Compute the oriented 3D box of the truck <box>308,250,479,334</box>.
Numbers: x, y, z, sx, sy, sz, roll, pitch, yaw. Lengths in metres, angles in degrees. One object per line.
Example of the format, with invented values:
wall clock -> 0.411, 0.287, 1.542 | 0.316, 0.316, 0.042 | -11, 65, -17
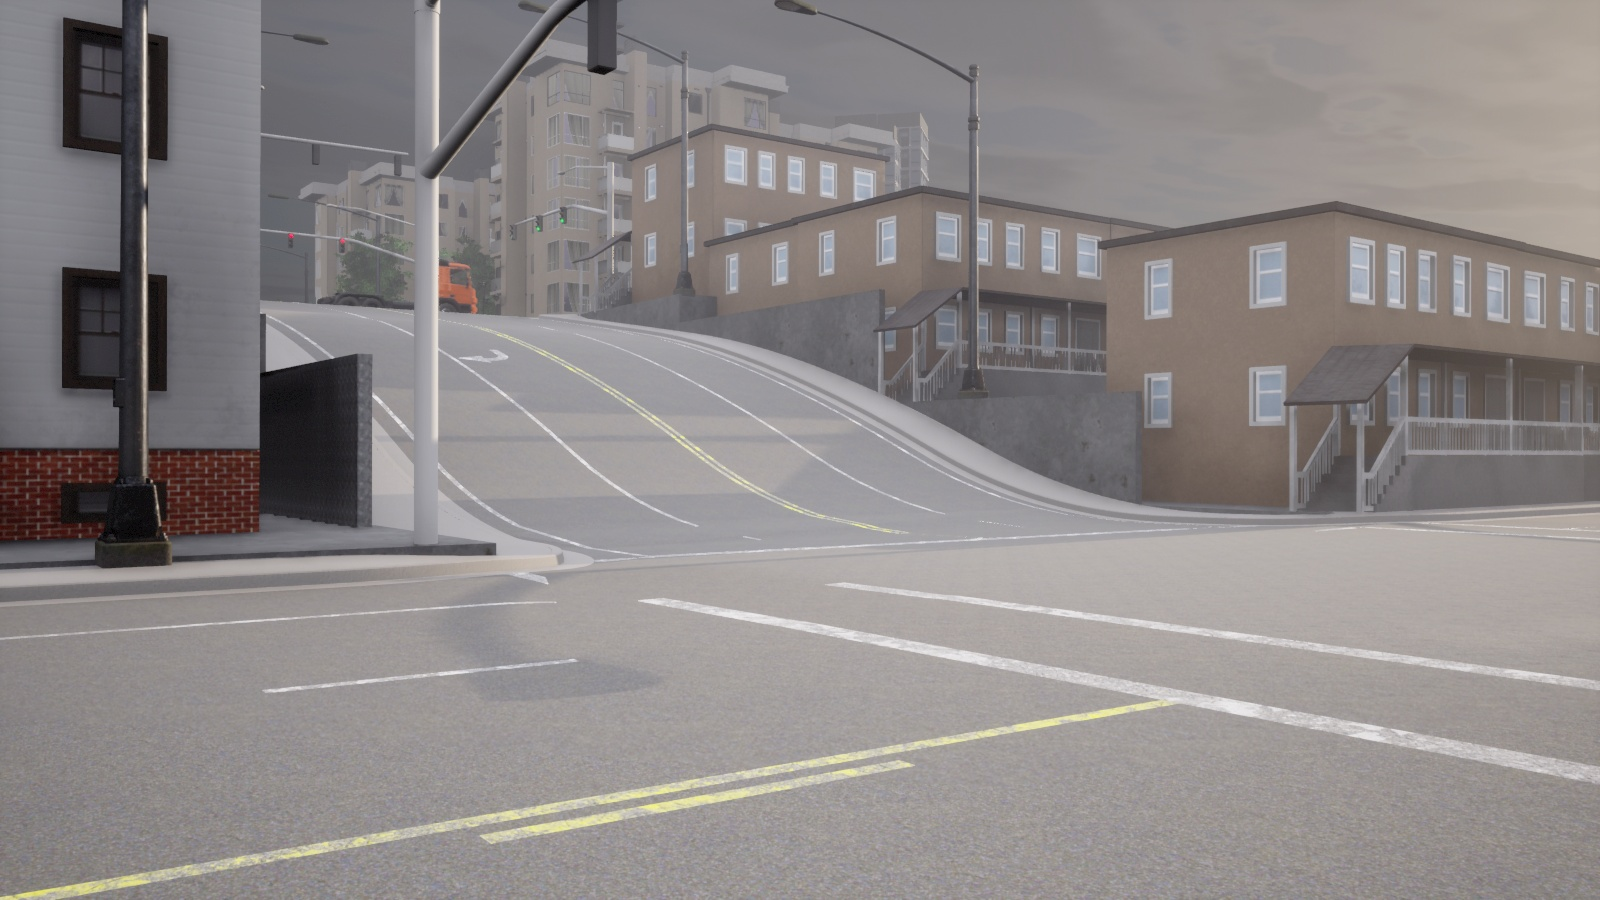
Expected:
truck -> -21.005, -8.100, 65.187 | 7.936, 3.462, 2.891 | 0, 0, -35
